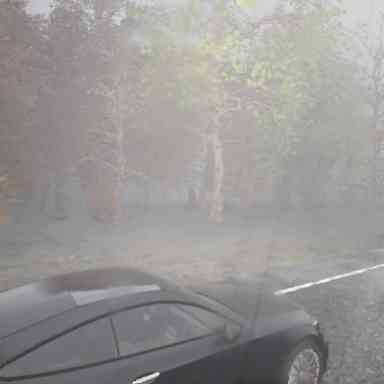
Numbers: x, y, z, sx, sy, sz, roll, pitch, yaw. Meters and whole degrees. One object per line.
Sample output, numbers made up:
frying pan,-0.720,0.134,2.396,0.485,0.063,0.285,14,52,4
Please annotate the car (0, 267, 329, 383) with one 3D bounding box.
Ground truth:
car,-0.616,1.516,3.255,4.674,1.442,1.812,0,0,-36
